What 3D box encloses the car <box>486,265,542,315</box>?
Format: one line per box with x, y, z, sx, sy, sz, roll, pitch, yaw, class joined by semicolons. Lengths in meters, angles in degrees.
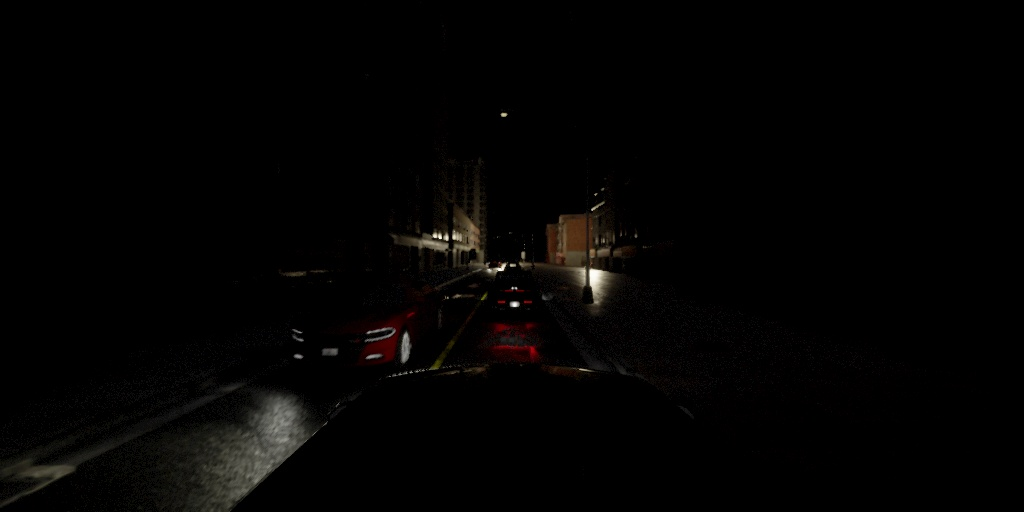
0.090;1.259;13.622;1.837;1.490;4.892;0;0;0;car

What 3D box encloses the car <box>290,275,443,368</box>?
-2.851;1.228;8.109;1.882;1.535;5.008;0;0;0;car

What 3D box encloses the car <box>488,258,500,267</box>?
-2.775;1.184;58.337;2.097;1.767;4.553;0;0;0;car

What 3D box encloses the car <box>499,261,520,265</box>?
0.095;1.338;35.543;2.033;1.411;5.357;0;0;0;car
